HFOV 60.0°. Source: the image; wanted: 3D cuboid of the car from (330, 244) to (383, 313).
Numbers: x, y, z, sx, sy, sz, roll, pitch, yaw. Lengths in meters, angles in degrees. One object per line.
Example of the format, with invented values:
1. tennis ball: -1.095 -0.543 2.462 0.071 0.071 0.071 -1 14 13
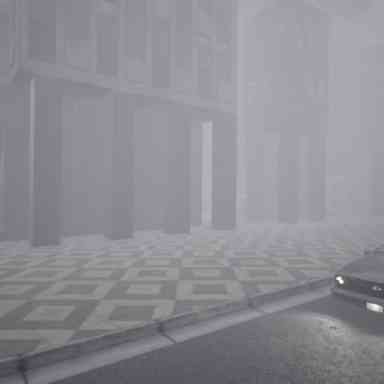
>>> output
1. car: 5.233 1.549 7.133 5.357 1.411 2.033 0 0 -36
